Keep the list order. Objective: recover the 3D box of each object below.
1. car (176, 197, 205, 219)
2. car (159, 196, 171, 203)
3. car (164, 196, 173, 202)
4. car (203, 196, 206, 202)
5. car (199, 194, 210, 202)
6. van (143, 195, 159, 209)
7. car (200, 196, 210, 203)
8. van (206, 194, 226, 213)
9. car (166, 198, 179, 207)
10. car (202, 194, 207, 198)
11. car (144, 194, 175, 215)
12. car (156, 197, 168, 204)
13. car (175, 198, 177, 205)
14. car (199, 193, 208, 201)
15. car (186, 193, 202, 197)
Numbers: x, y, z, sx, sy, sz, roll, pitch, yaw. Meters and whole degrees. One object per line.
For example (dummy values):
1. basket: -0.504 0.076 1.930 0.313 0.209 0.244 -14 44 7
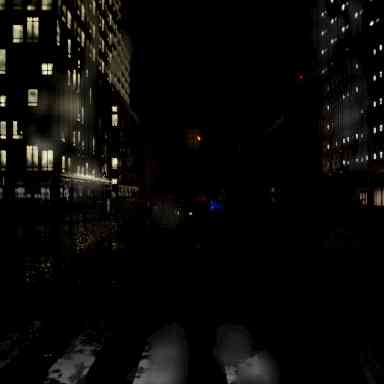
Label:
1. car: -0.181 1.504 29.308 1.837 1.490 4.892 -2 0 -2
2. car: -5.626 1.548 69.148 2.008 1.369 4.403 0 0 0
3. car: -5.574 1.578 80.227 1.802 1.307 4.206 0 0 0
4. car: 2.650 1.544 41.417 1.887 1.381 4.507 0 0 0
5. car: 2.781 1.312 74.650 2.192 1.841 5.009 0 0 0
6. van: -5.727 1.341 46.992 1.690 1.788 3.998 0 0 0
7. car: 2.755 1.542 69.110 1.887 1.381 4.507 0 0 0
8. van: 2.715 1.341 35.878 1.690 1.788 3.998 0 0 0
9. car: -3.101 1.600 53.420 1.895 1.301 4.718 0 0 0
10. car: 2.730 1.313 63.571 2.192 1.841 5.009 0 0 0
11. car: -3.200 1.222 33.569 2.150 2.045 5.566 0 0 0
12. car: -5.651 1.564 63.609 1.947 1.339 4.313 0 0 0
13. car: -3.155 1.525 43.347 1.812 1.442 4.674 0 0 0
14. car: 2.833 1.309 85.728 2.192 1.841 5.009 0 0 0
15. car: 0.103 1.222 56.393 2.150 2.045 5.566 0 0 0
